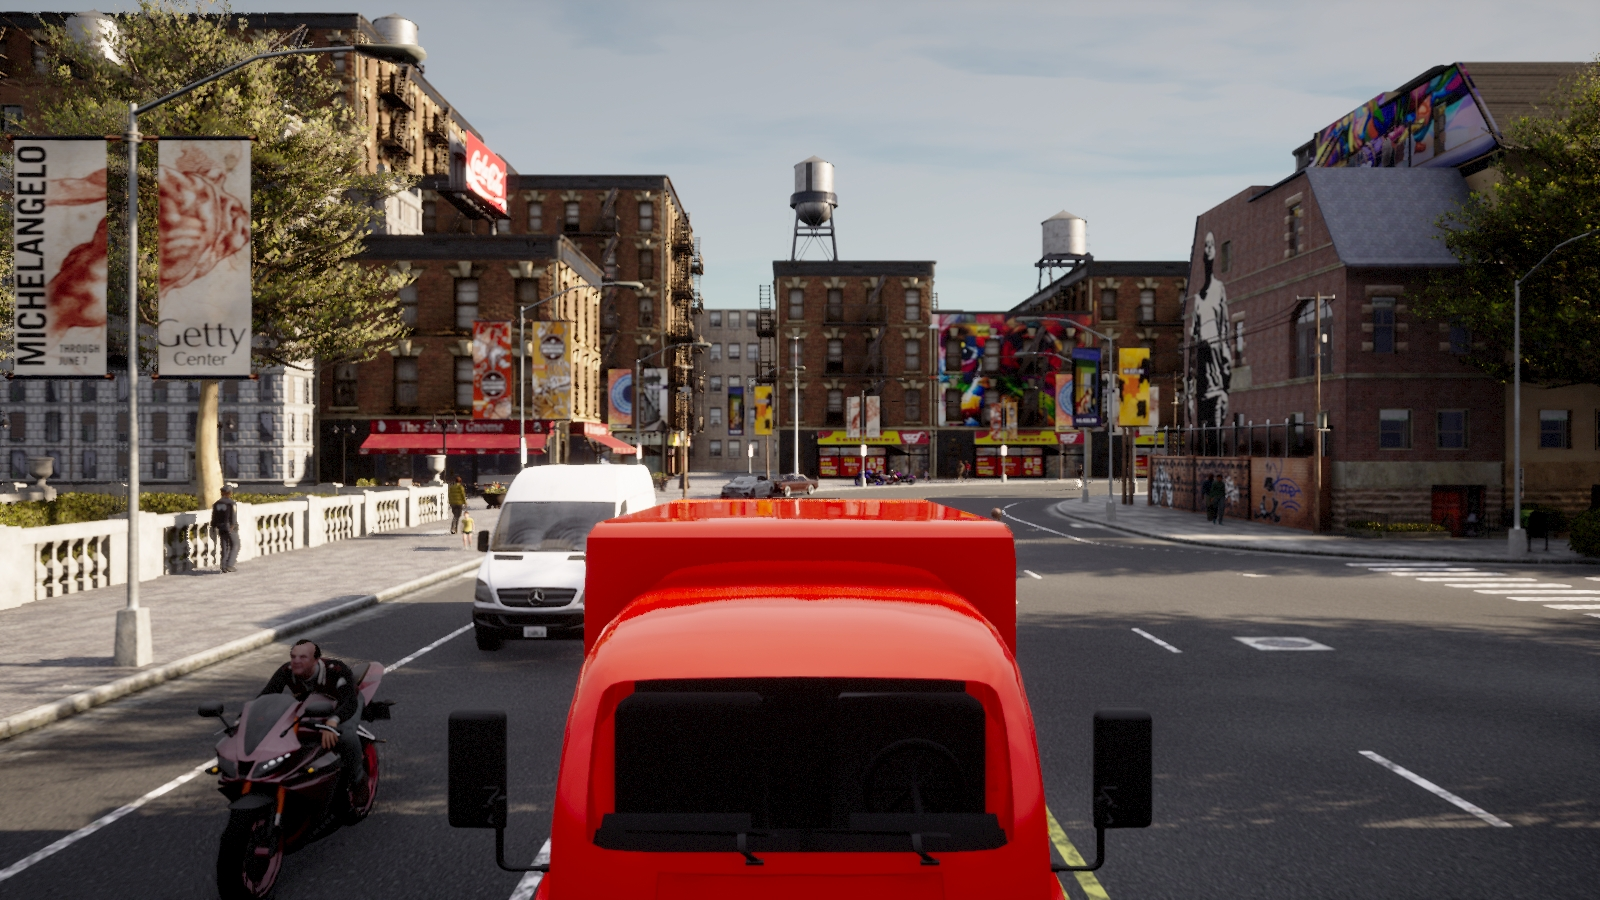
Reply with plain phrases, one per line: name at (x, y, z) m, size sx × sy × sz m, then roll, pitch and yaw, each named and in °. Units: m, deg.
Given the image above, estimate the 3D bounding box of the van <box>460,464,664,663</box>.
van at (-3.496, 1.535, 18.031) m, size 1.988 × 2.561 × 5.915 m, roll 0°, pitch 0°, yaw 0°

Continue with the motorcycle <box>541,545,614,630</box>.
motorcycle at (-3.600, 2.213, 18.684) m, size 0.803 × 1.145 × 2.033 m, roll 0°, pitch 0°, yaw 0°

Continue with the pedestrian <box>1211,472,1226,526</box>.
pedestrian at (14.603, 1.696, 39.850) m, size 0.375 × 1.860 × 0.375 m, roll 0°, pitch 0°, yaw -1°

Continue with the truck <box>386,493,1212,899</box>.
truck at (-0.003, 1.568, 6.234) m, size 2.627 × 2.467 × 5.204 m, roll 0°, pitch 0°, yaw 0°

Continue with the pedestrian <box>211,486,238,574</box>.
pedestrian at (-12.297, 1.696, 24.415) m, size 0.375 × 1.860 × 0.375 m, roll 0°, pitch 0°, yaw 7°

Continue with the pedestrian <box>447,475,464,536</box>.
pedestrian at (-10.630, 1.697, 35.281) m, size 0.375 × 1.860 × 0.375 m, roll 0°, pitch 0°, yaw 14°

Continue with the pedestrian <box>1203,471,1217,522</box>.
pedestrian at (15.019, 1.696, 41.841) m, size 0.375 × 1.860 × 0.375 m, roll 0°, pitch 0°, yaw -1°

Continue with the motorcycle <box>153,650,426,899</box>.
motorcycle at (-3.393, 2.205, 7.890) m, size 0.867 × 1.251 × 2.209 m, roll 0°, pitch 0°, yaw 1°

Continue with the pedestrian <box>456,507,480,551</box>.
pedestrian at (-8.735, 2.076, 30.061) m, size 0.500 × 1.100 × 0.500 m, roll 0°, pitch 0°, yaw -4°
